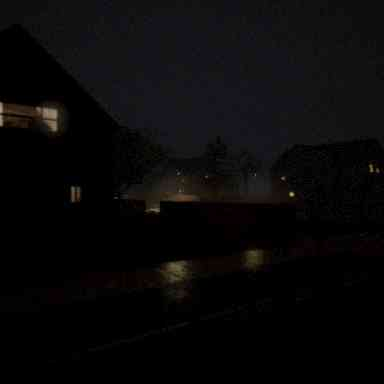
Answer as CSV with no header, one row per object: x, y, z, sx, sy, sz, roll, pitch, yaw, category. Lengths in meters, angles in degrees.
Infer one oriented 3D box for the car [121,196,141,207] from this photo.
-8.075,1.271,41.228,2.128,1.511,4.902,-1,1,-35,car
